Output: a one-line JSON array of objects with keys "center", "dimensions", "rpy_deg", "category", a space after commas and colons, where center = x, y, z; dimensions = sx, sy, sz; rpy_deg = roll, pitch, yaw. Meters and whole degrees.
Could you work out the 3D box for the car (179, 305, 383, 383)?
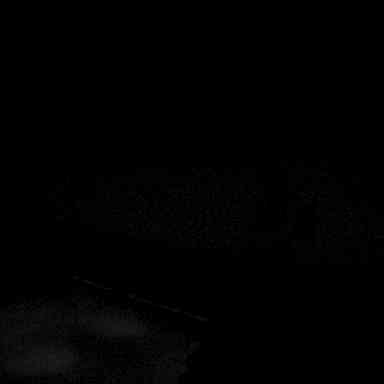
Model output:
[{"center": [2.198, 1.630, 2.378], "dimensions": [4.718, 1.301, 1.895], "rpy_deg": [-1, -1, 36], "category": "car"}]
